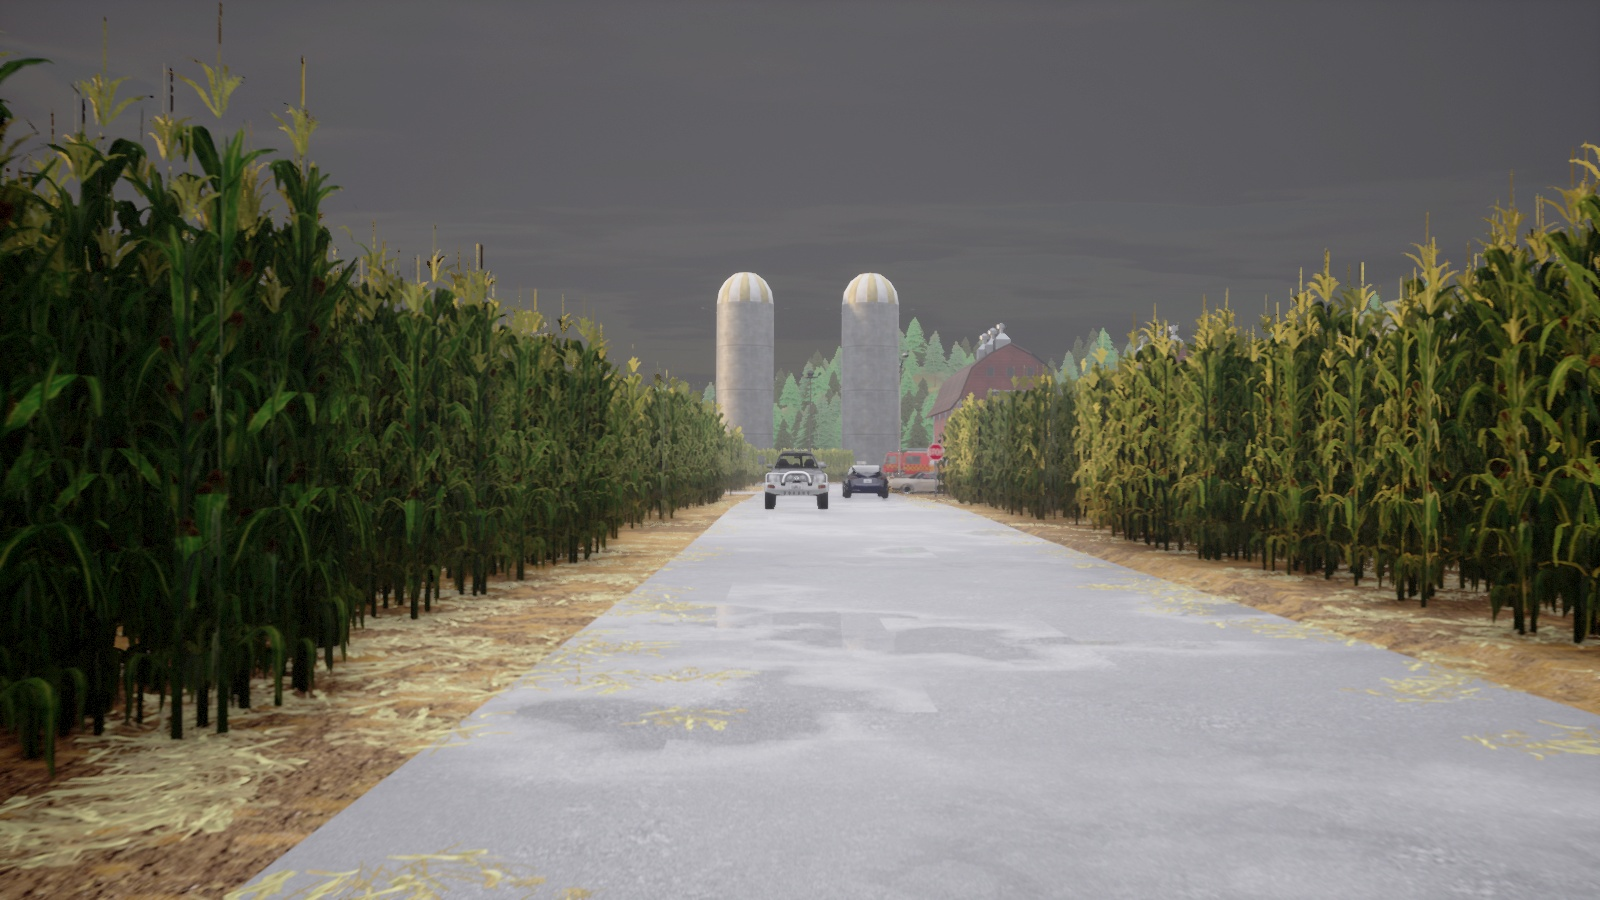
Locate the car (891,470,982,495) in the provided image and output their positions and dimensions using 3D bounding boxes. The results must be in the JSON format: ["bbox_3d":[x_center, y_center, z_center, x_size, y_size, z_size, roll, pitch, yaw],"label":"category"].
[{"bbox_3d":[7.452,1.787,68.639,4.718,1.301,1.895,0,-1,15],"label":"car"}]

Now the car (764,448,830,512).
[{"bbox_3d":[-0.097,0.896,39.131,1.932,1.855,4.605,0,0,0],"label":"car"}]

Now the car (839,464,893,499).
[{"bbox_3d":[2.960,1.412,57.334,2.163,1.488,4.792,0,-1,0],"label":"car"}]
